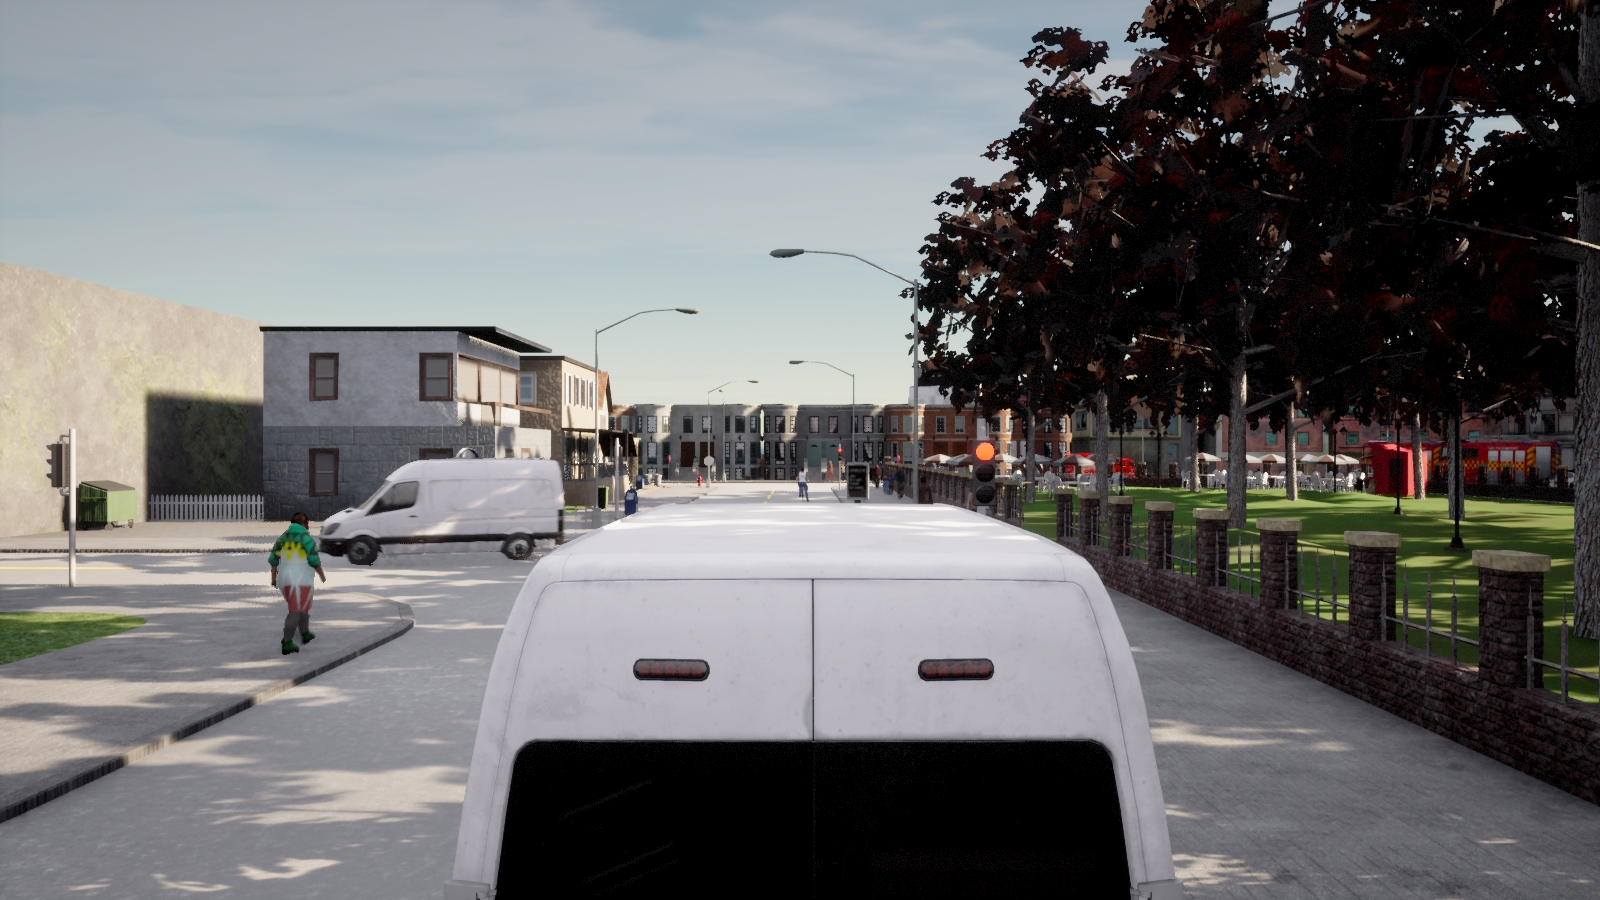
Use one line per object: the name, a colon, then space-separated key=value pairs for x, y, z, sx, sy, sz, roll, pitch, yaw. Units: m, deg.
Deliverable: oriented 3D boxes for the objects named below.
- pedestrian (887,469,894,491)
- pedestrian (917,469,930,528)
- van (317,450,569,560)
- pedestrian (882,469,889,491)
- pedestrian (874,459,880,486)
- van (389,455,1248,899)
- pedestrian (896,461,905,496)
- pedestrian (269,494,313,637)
pedestrian: x=5.440 y=1.804 z=68.428 sx=0.375 sy=1.300 sz=0.375 roll=0 pitch=0 yaw=9
pedestrian: x=3.920 y=1.525 z=36.334 sx=0.375 sy=1.860 sz=0.375 roll=0 pitch=0 yaw=-1
van: x=-9.018 y=1.315 z=29.076 sx=5.915 sy=2.561 sz=1.988 roll=0 pitch=1 yaw=-20
pedestrian: x=5.161 y=1.805 z=68.957 sx=0.375 sy=1.300 sz=0.375 roll=0 pitch=0 yaw=20
pedestrian: x=5.263 y=1.516 z=77.734 sx=0.375 sy=1.860 sz=0.375 roll=0 pitch=0 yaw=1
van: x=0.036 y=1.314 z=5.605 sx=1.988 sy=2.561 sz=5.915 roll=0 pitch=0 yaw=0
pedestrian: x=5.417 y=1.525 z=61.617 sx=0.375 sy=1.860 sz=0.375 roll=0 pitch=0 yaw=-6
pedestrian: x=-6.746 y=1.516 z=15.152 sx=0.375 sy=1.860 sz=0.375 roll=0 pitch=0 yaw=16
